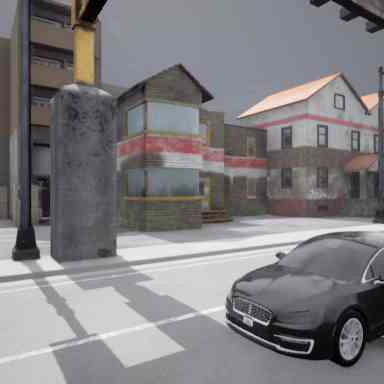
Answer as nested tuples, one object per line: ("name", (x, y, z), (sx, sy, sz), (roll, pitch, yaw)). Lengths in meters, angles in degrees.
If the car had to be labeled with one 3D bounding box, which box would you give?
("car", (2.796, 1.504, 5.830), (4.892, 1.490, 1.837), (0, 0, -33))
